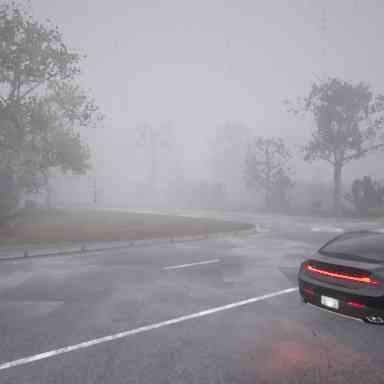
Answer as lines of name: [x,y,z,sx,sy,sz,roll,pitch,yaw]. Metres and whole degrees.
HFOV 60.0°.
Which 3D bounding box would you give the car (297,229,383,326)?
car: [4.172,1.504,6.694,4.892,1.490,1.837,0,0,-35]
